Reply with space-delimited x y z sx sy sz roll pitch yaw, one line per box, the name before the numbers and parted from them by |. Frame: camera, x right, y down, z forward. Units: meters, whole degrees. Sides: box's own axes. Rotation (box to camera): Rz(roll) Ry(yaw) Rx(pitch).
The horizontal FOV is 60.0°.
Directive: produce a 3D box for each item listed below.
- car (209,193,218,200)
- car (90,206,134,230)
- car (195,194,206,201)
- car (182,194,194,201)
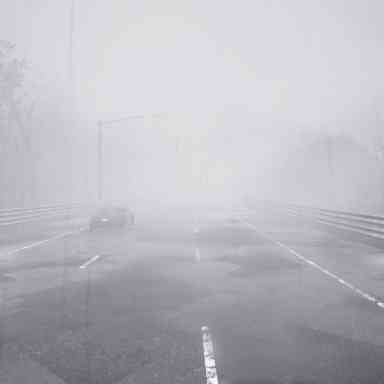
car | 5.539 1.247 86.345 2.097 1.767 4.553 0 0 6
car | -4.974 1.569 21.069 1.994 1.385 4.181 0 0 1
car | 1.986 1.511 85.916 1.895 1.301 4.718 0 0 6
car | -1.542 1.480 85.777 2.033 1.411 5.357 0 0 6
